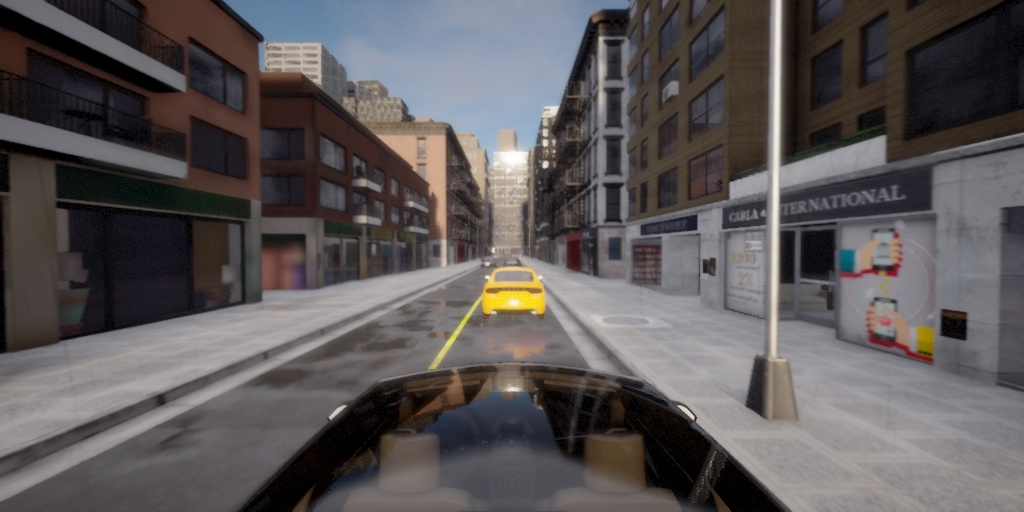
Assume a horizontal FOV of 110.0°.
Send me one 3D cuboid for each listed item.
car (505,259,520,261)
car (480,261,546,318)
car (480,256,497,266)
[{"bbox_3d":[0.053,0.952,31.135,1.812,1.442,4.674,0,1,0],"label":"car"},{"bbox_3d":[0.063,1.110,12.416,1.882,1.535,5.008,0,1,0],"label":"car"},{"bbox_3d":[-2.887,0.768,44.826,2.128,1.511,4.902,0,0,0],"label":"car"}]
